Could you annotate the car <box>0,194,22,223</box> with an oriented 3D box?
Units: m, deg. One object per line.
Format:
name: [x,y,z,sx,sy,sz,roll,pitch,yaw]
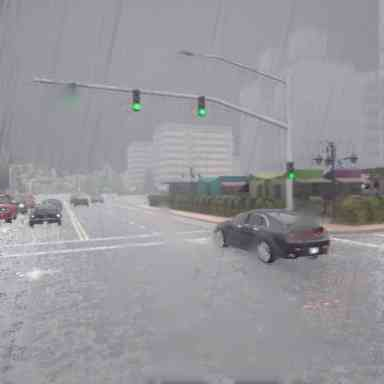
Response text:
car: [-14.774,1.262,25.438,2.150,2.045,5.566,-1,1,-22]

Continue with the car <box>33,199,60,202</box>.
car: [-13.345,1.446,31.312,2.128,1.511,4.902,-1,1,-22]

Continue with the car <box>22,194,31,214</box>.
car: [-18.435,1.376,34.666,2.097,1.767,4.553,-1,1,-21]

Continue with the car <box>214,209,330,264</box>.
car: [2.409,1.339,11.290,1.837,1.490,4.892,-1,1,-22]

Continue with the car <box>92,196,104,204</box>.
car: [-17.066,1.318,59.668,1.994,1.385,4.181,-1,1,-22]

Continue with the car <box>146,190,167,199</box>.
car: [-7.569,0.578,74.355,3.866,1.878,1.905,-1,1,-23]

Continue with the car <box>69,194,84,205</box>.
car: [-20.173,1.184,58.001,2.097,1.767,4.553,-1,1,-22]

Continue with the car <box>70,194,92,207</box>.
car: [-15.998,1.325,47.848,1.882,1.535,5.008,-1,0,-22]

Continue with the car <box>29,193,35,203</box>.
car: [-22.339,1.228,44.575,2.150,2.045,5.566,-1,1,-22]

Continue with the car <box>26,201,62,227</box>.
car: [-9.910,1.571,22.702,1.895,1.301,4.718,-1,1,-22]

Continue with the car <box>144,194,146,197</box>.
car: [-8.663,0.571,77.035,4.605,1.855,1.932,-1,1,-23]

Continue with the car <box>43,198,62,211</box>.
car: [-16.959,1.502,40.493,1.994,1.385,4.181,-1,1,-21]
